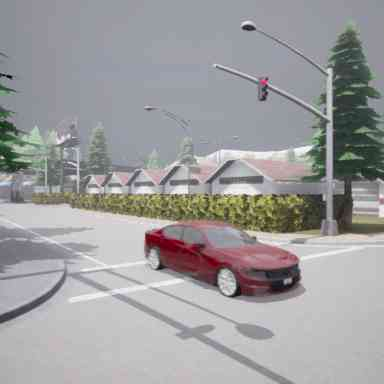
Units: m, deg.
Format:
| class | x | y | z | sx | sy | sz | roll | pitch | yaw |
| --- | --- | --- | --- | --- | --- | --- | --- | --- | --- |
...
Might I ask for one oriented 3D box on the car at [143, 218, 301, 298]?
| class | x | y | z | sx | sy | sz | roll | pitch | yaw |
| --- | --- | --- | --- | --- | --- | --- | --- | --- | --- |
| car | 0.507 | 1.539 | 8.918 | 1.882 | 1.535 | 5.008 | 0 | 1 | -37 |
